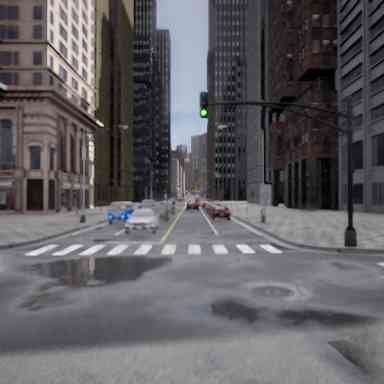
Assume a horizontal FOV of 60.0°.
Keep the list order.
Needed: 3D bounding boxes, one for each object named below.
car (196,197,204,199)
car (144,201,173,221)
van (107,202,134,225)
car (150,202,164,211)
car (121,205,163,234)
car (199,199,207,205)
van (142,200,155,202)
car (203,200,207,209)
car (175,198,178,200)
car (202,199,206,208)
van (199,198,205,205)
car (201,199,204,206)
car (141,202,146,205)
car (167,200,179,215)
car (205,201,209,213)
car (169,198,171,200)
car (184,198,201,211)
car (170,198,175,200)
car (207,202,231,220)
[{"bbox_3d":[2.402,2.328,71.503,2.097,1.767,4.553,0,-1,0],"label":"car"},{"bbox_3d":[-3.092,1.927,31.518,1.837,1.490,4.892,0,-1,0],"label":"car"},{"bbox_3d":[-5.774,1.708,27.412,1.690,1.788,3.998,0,-1,0],"label":"van"},{"bbox_3d":[-5.763,2.329,55.032,1.802,1.307,4.206,0,-1,0],"label":"car"},{"bbox_3d":[-3.097,1.812,21.476,1.812,1.442,4.674,0,-1,-2],"label":"car"},{"bbox_3d":[2.782,2.647,88.165,1.967,1.590,4.097,0,-1,0],"label":"car"},{"bbox_3d":[-5.768,1.935,43.986,1.690,1.788,3.998,0,-1,0],"label":"van"},{"bbox_3d":[2.783,2.139,43.964,1.887,1.381,4.507,0,-1,0],"label":"car"},{"bbox_3d":[-5.750,2.598,93.706,2.192,1.841,5.009,0,-1,0],"label":"car"},{"bbox_3d":[2.783,2.198,49.659,1.752,1.417,4.829,0,-1,0],"label":"car"},{"bbox_3d":[2.782,2.625,93.690,1.690,1.788,3.998,0,-1,0],"label":"van"},{"bbox_3d":[2.783,2.368,60.539,1.887,1.381,4.507,0,-1,0],"label":"car"},{"bbox_3d":[-5.772,1.986,32.934,1.887,1.381,4.507,0,-1,0],"label":"car"},{"bbox_3d":[-3.081,2.055,41.777,2.128,1.511,4.902,0,-1,0],"label":"car"},{"bbox_3d":[2.783,2.062,38.439,1.887,1.381,4.507,0,-1,0],"label":"car"},{"bbox_3d":[-5.759,2.451,66.081,2.008,1.369,4.403,0,-1,0],"label":"car"},{"bbox_3d":[0.062,2.186,52.249,1.882,1.535,5.008,0,-1,0],"label":"car"},{"bbox_3d":[-5.753,2.653,82.484,1.752,1.417,4.829,0,-1,0],"label":"car"},{"bbox_3d":[2.783,1.986,32.914,1.887,1.381,4.507,0,-1,0],"label":"car"}]
